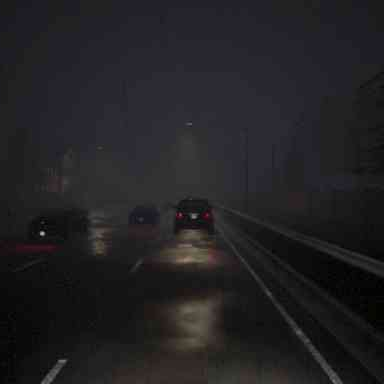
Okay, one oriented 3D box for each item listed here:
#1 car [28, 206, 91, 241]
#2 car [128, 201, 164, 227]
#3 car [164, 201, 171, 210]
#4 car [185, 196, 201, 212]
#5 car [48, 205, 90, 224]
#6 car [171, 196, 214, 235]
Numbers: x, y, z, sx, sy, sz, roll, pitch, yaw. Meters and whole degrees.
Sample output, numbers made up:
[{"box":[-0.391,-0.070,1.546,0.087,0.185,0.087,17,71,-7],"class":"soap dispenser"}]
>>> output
[{"box":[-6.898,1.666,17.744,1.837,1.490,4.892,0,0,0],"class":"car"},{"box":[-3.397,1.697,24.549,1.882,1.535,5.008,0,0,0],"class":"car"},{"box":[-3.393,2.008,49.690,1.994,1.385,4.181,0,0,0],"class":"car"},{"box":[0.108,1.642,47.017,2.150,2.045,5.566,0,0,0],"class":"car"},{"box":[-10.396,1.857,28.523,1.895,1.301,4.718,0,0,0],"class":"car"},{"box":[0.102,1.402,20.054,2.150,2.045,5.566,0,0,0],"class":"car"}]
